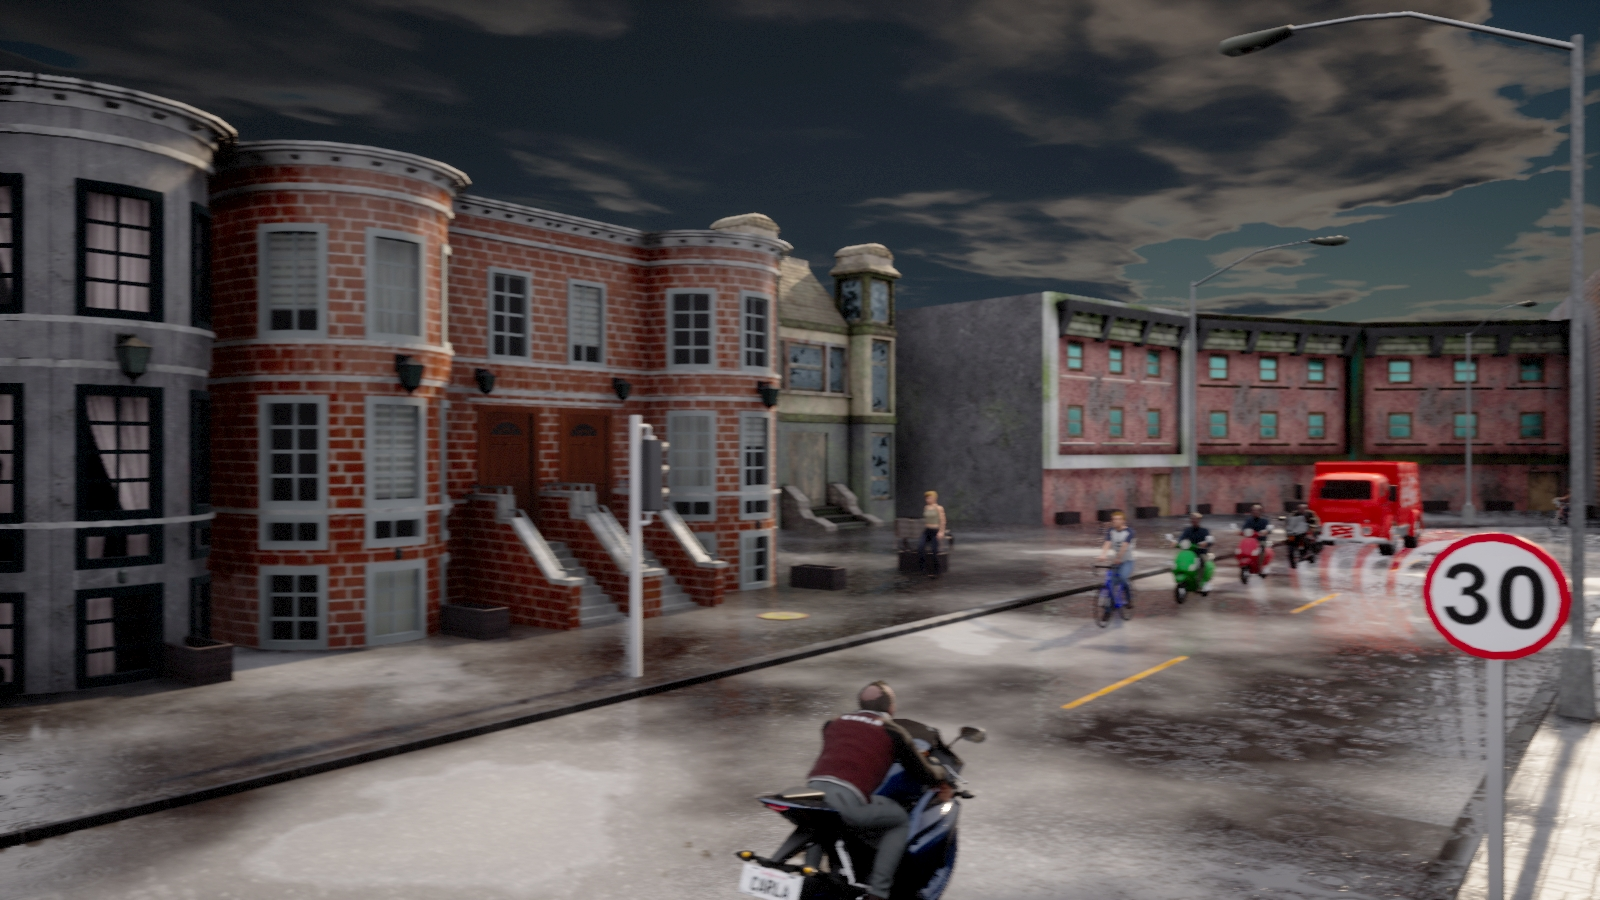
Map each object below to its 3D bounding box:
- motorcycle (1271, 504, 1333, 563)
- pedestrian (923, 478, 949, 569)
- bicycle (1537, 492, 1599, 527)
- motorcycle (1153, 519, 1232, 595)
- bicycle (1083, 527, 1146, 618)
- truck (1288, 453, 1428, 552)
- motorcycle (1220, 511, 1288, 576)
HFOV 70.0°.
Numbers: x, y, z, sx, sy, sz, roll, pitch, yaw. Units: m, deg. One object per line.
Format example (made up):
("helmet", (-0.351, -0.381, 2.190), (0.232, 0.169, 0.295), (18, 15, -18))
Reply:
("motorcycle", (12.104, 1.975, 27.491), (0.867, 1.251, 2.209), (0, 0, 37))
("pedestrian", (2.830, 1.523, 23.732), (0.375, 1.860, 0.375), (0, 0, 44))
("bicycle", (25.960, 2.015, 38.613), (1.487, 1.080, 0.859), (1, 2, -2))
("motorcycle", (7.310, 1.956, 21.231), (0.856, 1.236, 1.805), (0, 0, 38))
("bicycle", (5.072, 1.932, 18.351), (0.373, 1.296, 1.643), (0, 0, 38))
("truck", (15.602, 1.335, 31.775), (2.627, 2.467, 5.204), (0, 0, 36))
("motorcycle", (9.637, 1.954, 24.215), (0.856, 1.236, 1.805), (0, 0, 38))
